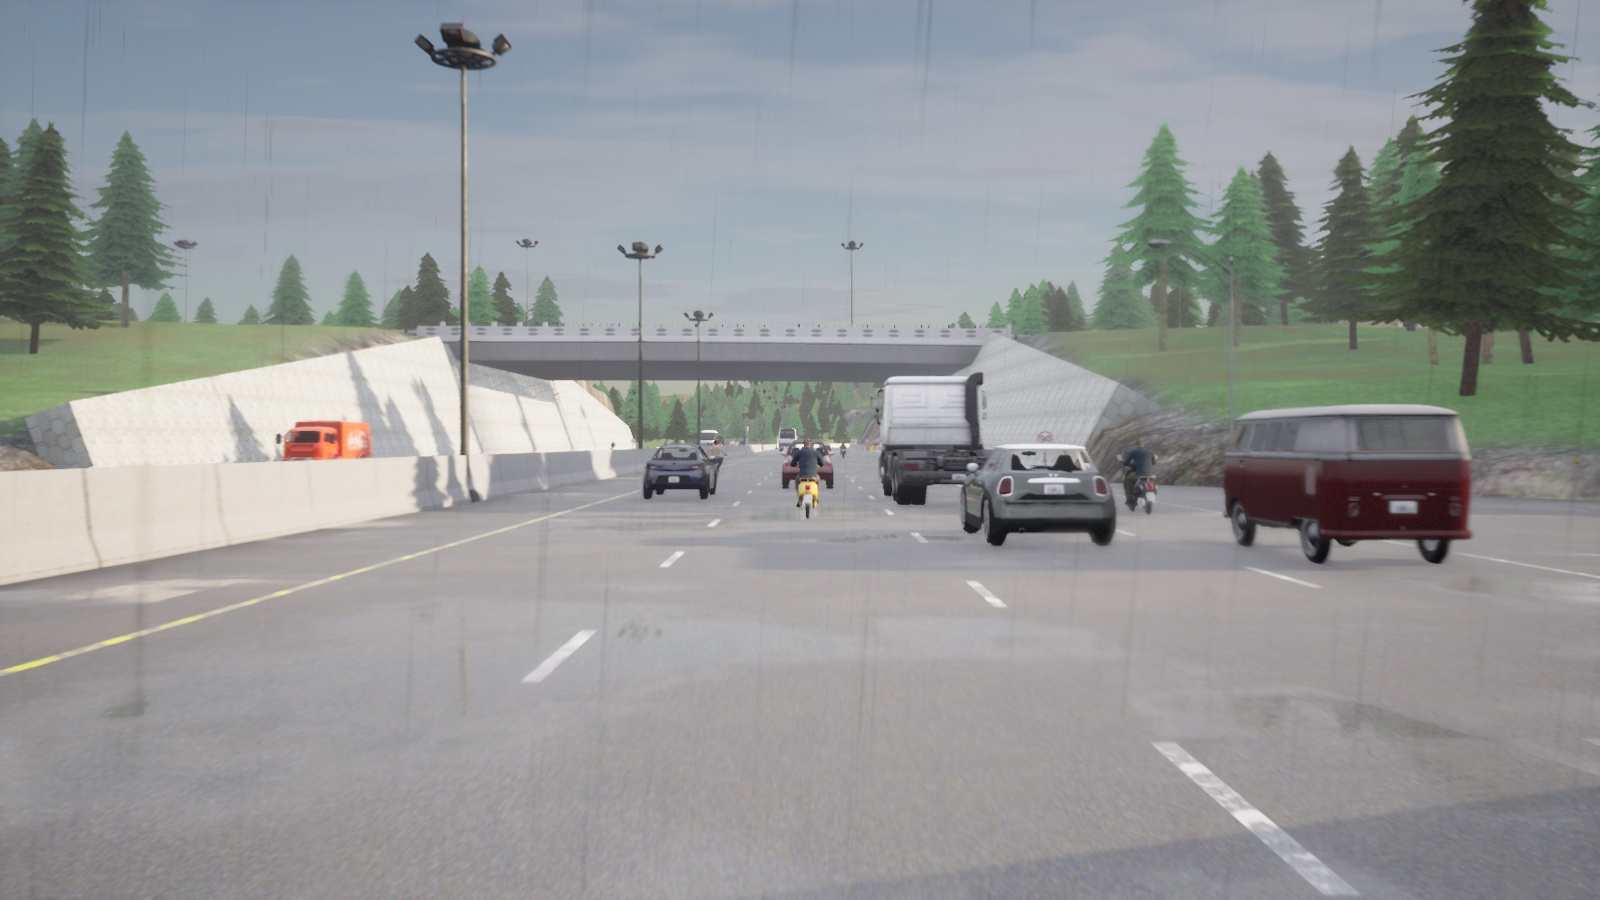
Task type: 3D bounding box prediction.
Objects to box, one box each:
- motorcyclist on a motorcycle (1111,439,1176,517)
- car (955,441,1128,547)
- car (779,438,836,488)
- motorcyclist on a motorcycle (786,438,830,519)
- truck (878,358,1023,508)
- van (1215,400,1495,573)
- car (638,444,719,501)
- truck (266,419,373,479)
[{"bbox_3d":[7.165,0.559,26.304,0.866,1.590,1.817,0,0,0],"label":"motorcyclist on a motorcycle"},{"bbox_3d":[3.626,0.606,19.515,1.970,1.475,3.806,0,0,0],"label":"car"},{"bbox_3d":[0.257,0.407,42.505,1.851,1.617,3.988,0,0,0],"label":"car"},{"bbox_3d":[0.160,0.558,25.392,0.866,1.590,1.817,0,0,0],"label":"motorcyclist on a motorcycle"},{"bbox_3d":[3.703,-0.416,32.918,2.891,3.462,7.936,0,0,0],"label":"truck"},{"bbox_3d":[7.110,0.412,16.656,1.775,1.987,4.442,0,0,0],"label":"van"},{"bbox_3d":[-3.287,0.563,34.741,1.816,1.474,4.193,0,0,0],"label":"car"},{"bbox_3d":[-20.676,-0.058,54.292,2.627,2.467,5.204,0,0,0],"label":"truck"}]
